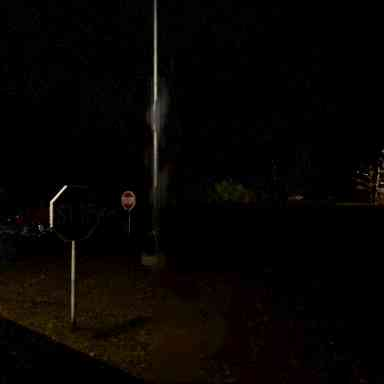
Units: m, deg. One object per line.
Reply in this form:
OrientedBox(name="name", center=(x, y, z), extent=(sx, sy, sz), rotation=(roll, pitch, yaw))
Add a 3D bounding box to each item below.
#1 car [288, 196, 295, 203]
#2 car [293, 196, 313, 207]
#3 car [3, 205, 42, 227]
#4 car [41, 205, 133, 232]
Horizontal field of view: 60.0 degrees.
OrientedBox(name="car", center=(22.789, 1.575, 73.292), extent=(2.097, 1.767, 4.553), rotation=(0, 0, 34))
OrientedBox(name="car", center=(18.515, 1.759, 54.553), extent=(1.994, 1.385, 4.181), rotation=(0, 0, 31))
OrientedBox(name="car", center=(-10.762, 1.630, 23.244), extent=(1.994, 1.385, 4.181), rotation=(0, 0, 34))
OrientedBox(name="car", center=(-5.422, 1.560, 18.618), extent=(2.128, 1.511, 4.902), rotation=(0, 0, 34))
